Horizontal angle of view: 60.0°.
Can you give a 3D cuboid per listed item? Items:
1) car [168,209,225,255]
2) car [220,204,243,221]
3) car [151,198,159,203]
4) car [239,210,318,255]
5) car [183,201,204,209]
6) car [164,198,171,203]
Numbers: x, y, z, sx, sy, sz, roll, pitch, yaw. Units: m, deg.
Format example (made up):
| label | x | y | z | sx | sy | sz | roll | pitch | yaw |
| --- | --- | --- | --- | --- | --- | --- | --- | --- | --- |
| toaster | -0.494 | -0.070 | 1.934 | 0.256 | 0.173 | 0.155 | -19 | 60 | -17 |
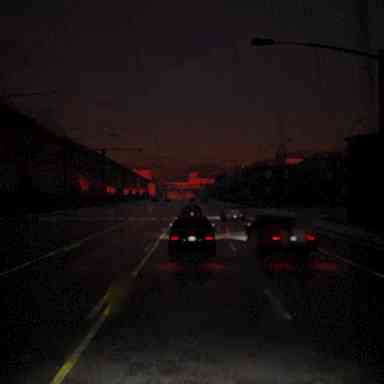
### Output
| label | x | y | z | sx | sy | sz | roll | pitch | yaw |
| --- | --- | --- | --- | --- | --- | --- | --- | --- | --- |
| car | 0.003 | 1.676 | 13.931 | 2.033 | 1.411 | 5.357 | 0 | 0 | 0 |
| car | 3.522 | 1.796 | 29.318 | 1.812 | 1.442 | 4.674 | 0 | 0 | 1 |
| car | -10.487 | 2.348 | 94.713 | 1.882 | 1.535 | 5.008 | 0 | -1 | 0 |
| car | 3.503 | 1.676 | 13.930 | 2.033 | 1.411 | 5.357 | 0 | 0 | 0 |
| car | 0.005 | 1.814 | 28.930 | 2.033 | 1.411 | 5.357 | 0 | 0 | 0 |
| car | -6.987 | 2.467 | 95.093 | 1.895 | 1.301 | 4.718 | 0 | -1 | 0 |
